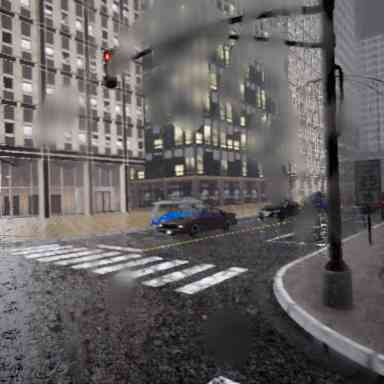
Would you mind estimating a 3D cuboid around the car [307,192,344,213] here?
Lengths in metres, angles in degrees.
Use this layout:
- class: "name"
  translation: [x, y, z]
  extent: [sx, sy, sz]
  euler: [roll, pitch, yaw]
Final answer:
- class: "car"
  translation: [13.650, 1.046, 34.734]
  extent: [2.150, 2.045, 5.566]
  euler: [-2, -1, 39]

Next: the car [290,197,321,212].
- class: "car"
  translation: [12.992, 1.411, 38.042]
  extent: [1.752, 1.417, 4.829]
  euler: [-2, -1, 39]

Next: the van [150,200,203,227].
- class: "van"
  translation: [-0.871, 1.437, 20.915]
  extent: [1.690, 1.788, 3.998]
  euler: [-2, -1, 39]

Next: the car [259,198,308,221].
- class: "car"
  translation: [7.077, 1.415, 26.612]
  extent: [2.128, 1.511, 4.902]
  euler: [-2, -1, 39]

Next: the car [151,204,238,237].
- class: "car"
  translation: [0.510, 1.572, 18.495]
  extent: [2.033, 1.411, 5.357]
  euler: [-2, -1, 39]

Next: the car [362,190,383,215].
- class: "car"
  translation: [16.113, 0.987, 28.593]
  extent: [2.192, 1.841, 5.009]
  euler: [-2, -1, 39]

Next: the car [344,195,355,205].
- class: "car"
  translation: [23.569, 1.168, 51.122]
  extent: [1.967, 1.590, 4.097]
  euler: [-2, -1, 39]

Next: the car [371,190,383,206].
- class: "car"
  translation: [26.052, 0.794, 45.004]
  extent: [2.150, 2.045, 5.566]
  euler: [-2, -1, 40]

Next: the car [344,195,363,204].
- class: "car"
  translation: [26.956, 1.204, 55.304]
  extent: [1.752, 1.417, 4.829]
  euler: [-3, -1, 39]
